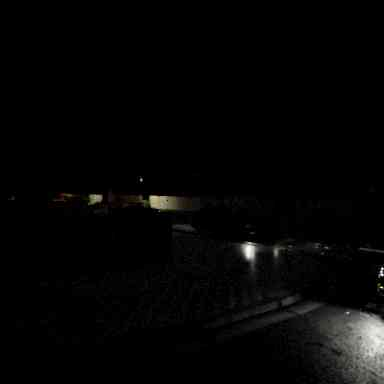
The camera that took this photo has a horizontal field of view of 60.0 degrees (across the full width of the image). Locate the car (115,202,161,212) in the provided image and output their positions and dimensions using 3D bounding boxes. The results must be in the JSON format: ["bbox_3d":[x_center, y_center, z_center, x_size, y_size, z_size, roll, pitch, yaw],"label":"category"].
[{"bbox_3d":[-4.217,1.482,25.537,1.895,1.301,4.718,0,0,-36],"label":"car"}]

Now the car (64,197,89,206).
[{"bbox_3d":[-13.333,1.310,38.313,1.837,1.490,4.892,0,0,-35],"label":"car"}]

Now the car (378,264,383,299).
[{"bbox_3d":[5.872,1.527,7.148,4.892,1.490,1.837,0,0,-36],"label":"car"}]

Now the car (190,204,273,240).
[{"bbox_3d":[1.878,1.412,17.029,1.882,1.535,5.008,0,0,-36],"label":"car"}]

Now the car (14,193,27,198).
[{"bbox_3d":[-43.317,1.106,85.067,2.033,1.411,5.357,0,0,-36],"label":"car"}]
